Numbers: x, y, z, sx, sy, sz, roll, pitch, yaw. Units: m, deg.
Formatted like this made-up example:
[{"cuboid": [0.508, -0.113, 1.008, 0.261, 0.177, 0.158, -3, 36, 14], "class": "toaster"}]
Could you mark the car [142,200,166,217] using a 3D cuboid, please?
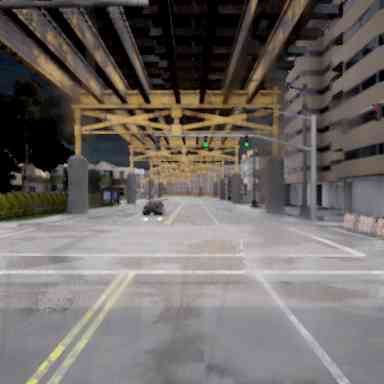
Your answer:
[{"cuboid": [-3.493, 1.512, 31.491, 2.033, 1.411, 5.357, 0, 0, 0], "class": "car"}]
